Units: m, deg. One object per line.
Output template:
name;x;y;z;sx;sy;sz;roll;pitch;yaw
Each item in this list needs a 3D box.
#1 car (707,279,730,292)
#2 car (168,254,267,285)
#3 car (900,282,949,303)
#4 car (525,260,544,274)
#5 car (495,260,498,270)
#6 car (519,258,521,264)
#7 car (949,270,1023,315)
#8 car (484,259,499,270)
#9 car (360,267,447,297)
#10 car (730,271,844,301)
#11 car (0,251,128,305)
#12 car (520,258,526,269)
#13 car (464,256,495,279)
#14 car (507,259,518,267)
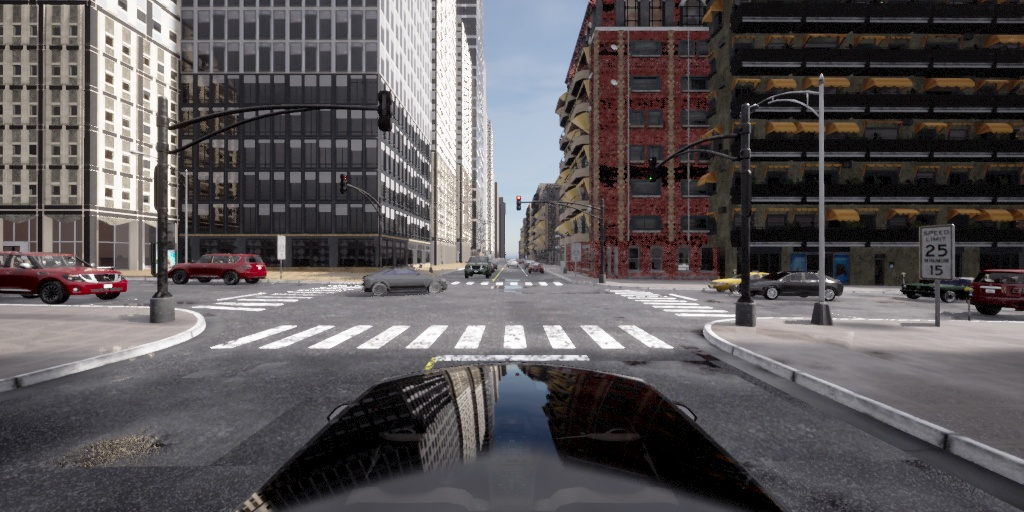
car;14.640;1.587;21.968;4.829;1.417;1.751;0;0;0
car;-17.701;0.776;21.701;5.009;1.841;2.192;0;0;0
car;24.213;1.827;19.456;4.718;1.301;1.895;1;0;-1
car;2.760;1.341;41.671;1.802;1.307;4.207;0;0;0
car;-3.073;1.286;43.648;1.812;1.442;4.674;0;0;0
car;2.719;1.321;60.236;2.007;1.370;4.403;0;0;0
car;20.604;1.461;13.669;5.009;1.841;2.192;0;0;0
car;-3.064;1.244;53.921;1.882;1.535;5.008;0;0;0
car;-5.471;1.242;18.293;4.181;1.385;1.994;1;0;-30
car;14.922;1.562;19.350;4.892;1.490;1.837;1;0;2
car;-17.570;0.757;13.321;5.009;1.841;2.192;0;0;0
car;2.715;1.317;54.588;2.007;1.370;4.403;0;0;0
car;-3.085;0.977;33.574;2.150;2.045;5.566;0;0;0
car;0.136;1.299;64.877;1.812;1.442;4.674;0;0;0
